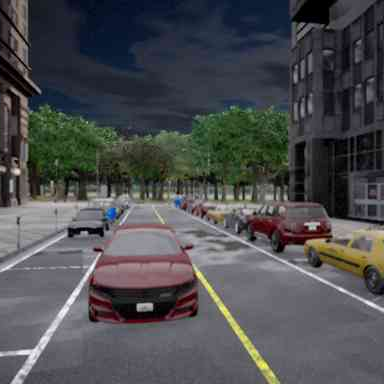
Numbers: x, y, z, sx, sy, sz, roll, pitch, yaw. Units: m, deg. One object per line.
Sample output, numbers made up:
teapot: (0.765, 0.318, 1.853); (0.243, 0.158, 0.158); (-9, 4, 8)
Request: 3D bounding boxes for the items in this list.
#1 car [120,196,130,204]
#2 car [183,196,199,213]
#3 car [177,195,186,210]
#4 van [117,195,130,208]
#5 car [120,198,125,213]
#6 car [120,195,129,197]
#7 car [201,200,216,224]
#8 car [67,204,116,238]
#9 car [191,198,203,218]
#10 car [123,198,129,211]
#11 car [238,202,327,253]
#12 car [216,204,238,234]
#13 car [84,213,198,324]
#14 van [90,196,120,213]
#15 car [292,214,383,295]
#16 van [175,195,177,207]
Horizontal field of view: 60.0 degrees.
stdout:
car: (-8.624, 1.542, 39.283); (1.752, 1.417, 4.829); (0, 0, -8)
car: (0.586, 1.457, 35.333); (1.967, 1.590, 4.097); (0, 0, -8)
car: (-0.218, 1.336, 40.711); (2.192, 1.841, 5.009); (0, 0, -8)
van: (-10.256, 1.366, 50.207); (1.690, 1.788, 3.998); (0, 0, -8)
car: (-7.017, 1.535, 28.527); (1.752, 1.417, 4.829); (0, 0, -8)
car: (-9.453, 1.461, 44.829); (1.967, 1.590, 4.097); (0, 0, -8)
car: (2.168, 1.537, 24.745); (1.752, 1.417, 4.829); (0, 0, -8)
car: (-5.435, 1.570, 17.939); (1.947, 1.339, 4.313); (0, 0, -8)
car: (1.390, 1.559, 29.955); (1.887, 1.381, 4.507); (0, 0, -8)
car: (-7.845, 1.579, 34.073); (1.947, 1.339, 4.313); (0, 0, -8)
car: (3.800, 1.322, 13.821); (2.192, 1.841, 5.009); (0, 0, -8)
car: (2.997, 1.559, 19.199); (2.008, 1.369, 4.403); (0, 0, -8)
car: (-1.084, 1.479, 7.527); (1.882, 1.535, 5.008); (0, 0, -8)
van: (-6.238, 1.348, 23.317); (1.690, 1.788, 3.998); (0, 0, -8)
car: (4.579, 1.530, 8.611); (1.752, 1.417, 4.829); (0, 0, -8)
van: (-1.021, 1.366, 46.088); (1.690, 1.788, 3.998); (0, 0, -8)
